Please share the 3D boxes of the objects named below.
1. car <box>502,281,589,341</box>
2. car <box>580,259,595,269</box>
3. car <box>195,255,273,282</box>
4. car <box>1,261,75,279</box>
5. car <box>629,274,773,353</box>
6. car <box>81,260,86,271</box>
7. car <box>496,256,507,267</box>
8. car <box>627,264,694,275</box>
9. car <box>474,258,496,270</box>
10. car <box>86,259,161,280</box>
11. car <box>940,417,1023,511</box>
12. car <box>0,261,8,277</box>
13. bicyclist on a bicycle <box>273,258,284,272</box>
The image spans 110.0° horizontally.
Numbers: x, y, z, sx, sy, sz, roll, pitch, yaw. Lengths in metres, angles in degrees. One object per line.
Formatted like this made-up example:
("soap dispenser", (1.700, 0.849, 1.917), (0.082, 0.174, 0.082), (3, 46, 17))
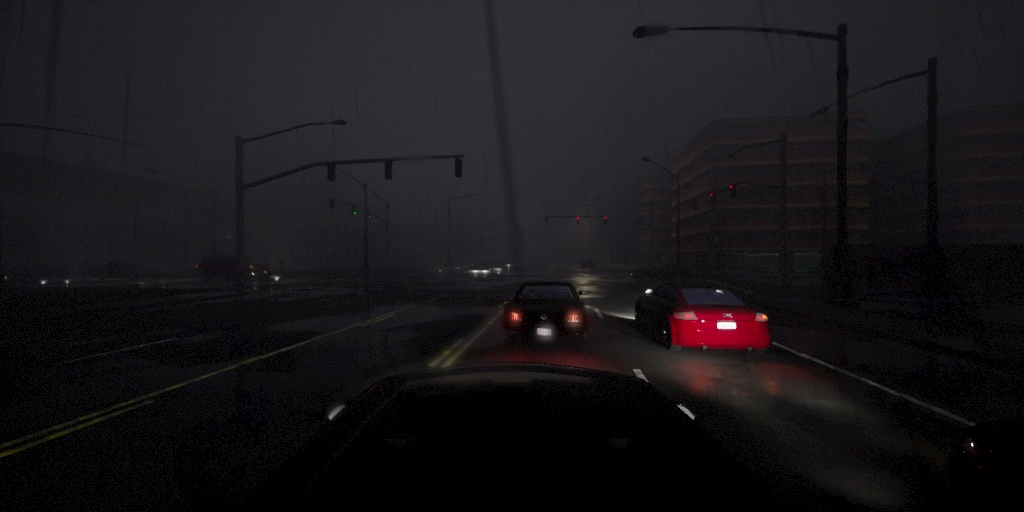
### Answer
("car", (1.002, 1.351, 9.923), (1.895, 1.301, 4.718), (0, 0, 8))
("car", (10.856, 1.085, 51.610), (2.033, 1.411, 5.357), (0, 1, 8))
("car", (-22.499, 0.971, 29.093), (5.566, 2.045, 2.150), (0, 0, 7))
("car", (-41.836, 1.351, 31.600), (4.718, 1.301, 1.895), (0, 0, 12))
("car", (4.405, 1.314, 8.921), (1.994, 1.385, 4.181), (0, 0, 7))
("car", (-38.372, 1.275, 34.719), (4.674, 1.442, 1.812), (0, 0, 8))
("car", (-2.499, 1.064, 58.569), (1.895, 1.301, 4.718), (0, 1, 8))
("car", (11.814, 1.326, 28.856), (4.718, 1.301, 1.895), (0, 0, 7))
("car", (-3.851, 1.176, 48.715), (1.994, 1.385, 4.181), (0, 1, 8))
("car", (-32.430, 1.228, 30.270), (5.008, 1.535, 1.882), (0, 0, 7))
("car", (3.640, 1.242, 0.209), (2.128, 1.511, 4.902), (0, 0, 1))
("car", (-51.148, 1.276, 35.282), (4.674, 1.442, 1.812), (0, 0, 35))
("bicyclist on a bicycle", (-26.397, 1.053, 40.606), (0.582, 1.620, 1.656), (0, 0, 7))
